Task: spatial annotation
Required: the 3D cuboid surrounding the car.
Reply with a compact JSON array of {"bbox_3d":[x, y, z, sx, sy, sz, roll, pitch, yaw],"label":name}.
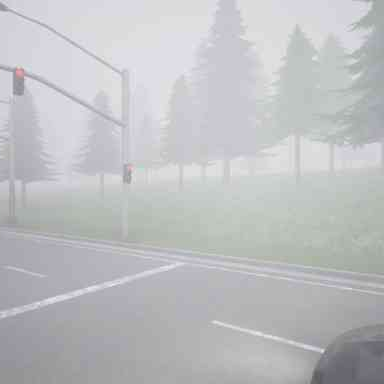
[{"bbox_3d":[3.161,1.505,1.732,4.892,1.490,1.837,0,0,35],"label":"car"}]
